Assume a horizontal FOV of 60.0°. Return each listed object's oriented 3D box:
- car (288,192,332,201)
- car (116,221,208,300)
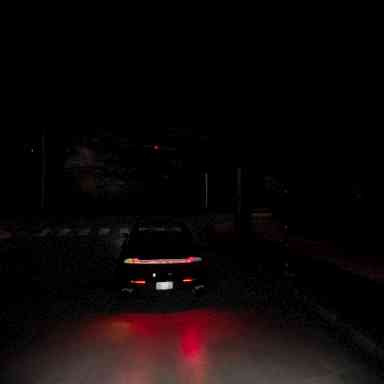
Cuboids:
[{"bbox_3d":[10.685,1.064,31.828,5.566,2.045,2.150,0,0,-12],"label":"car"},{"bbox_3d":[-0.841,1.492,8.461,2.128,1.511,4.902,0,0,-8],"label":"car"}]
